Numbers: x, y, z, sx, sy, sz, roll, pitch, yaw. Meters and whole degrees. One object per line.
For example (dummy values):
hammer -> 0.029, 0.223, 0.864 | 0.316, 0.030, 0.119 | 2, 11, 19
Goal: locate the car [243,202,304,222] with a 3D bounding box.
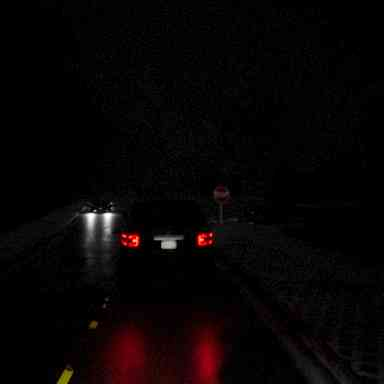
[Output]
car -> 6.450, 1.513, 25.952 | 5.008, 1.535, 1.882 | 1, -2, -12

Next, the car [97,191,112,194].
car -> -11.418, 1.009, 42.526 | 1.882, 1.535, 5.008 | 0, 1, -14

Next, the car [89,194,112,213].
car -> -8.851, 1.181, 32.361 | 1.812, 1.442, 4.674 | 0, 1, -14

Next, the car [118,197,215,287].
car -> -0.796, 1.157, 9.413 | 2.150, 2.045, 5.566 | 0, 0, -7

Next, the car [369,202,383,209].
car -> 15.140, 1.540, 25.059 | 5.008, 1.535, 1.882 | 1, -2, -13
